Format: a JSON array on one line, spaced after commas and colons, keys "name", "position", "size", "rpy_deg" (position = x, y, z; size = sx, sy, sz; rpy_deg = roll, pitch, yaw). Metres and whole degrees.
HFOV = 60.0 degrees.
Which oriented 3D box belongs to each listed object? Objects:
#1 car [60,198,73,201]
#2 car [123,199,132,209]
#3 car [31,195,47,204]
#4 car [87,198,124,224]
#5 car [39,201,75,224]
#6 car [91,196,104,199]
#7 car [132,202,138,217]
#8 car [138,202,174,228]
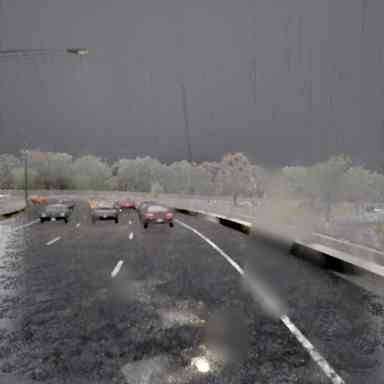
[{"name": "car", "position": [-15.617, 1.511, 41.432], "size": [2.128, 1.511, 4.902], "rpy_deg": [0, 0, -22]}, {"name": "car", "position": [-8.696, 1.525, 42.978], "size": [1.994, 1.385, 4.181], "rpy_deg": [0, 0, -22]}, {"name": "car", "position": [-30.684, 1.427, 66.603], "size": [2.097, 1.767, 4.553], "rpy_deg": [-1, 0, -40]}, {"name": "car", "position": [-6.532, 1.480, 25.100], "size": [2.128, 1.511, 4.902], "rpy_deg": [0, 0, -15]}, {"name": "car", "position": [-10.170, 1.617, 25.246], "size": [1.895, 1.301, 4.718], "rpy_deg": [0, 0, -15]}, {"name": "car", "position": [-11.664, 1.339, 40.970], "size": [2.097, 1.767, 4.553], "rpy_deg": [-1, 0, -22]}, {"name": "car", "position": [-3.619, 1.506, 27.861], "size": [2.033, 1.411, 5.357], "rpy_deg": [0, 0, -13]}, {"name": "car", "position": [-2.353, 1.490, 21.865], "size": [1.812, 1.442, 4.674], "rpy_deg": [0, 0, -12]}]
